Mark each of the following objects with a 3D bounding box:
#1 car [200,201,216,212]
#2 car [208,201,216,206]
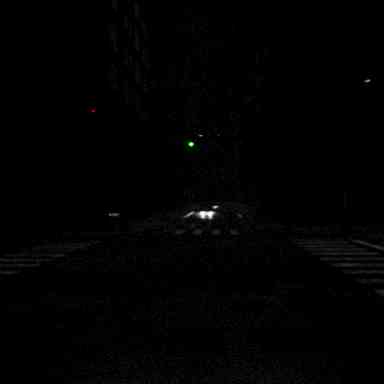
[{"bbox_3d":[2.254,2.269,50.515,2.128,1.511,4.902,-1,0,5],"label":"car"},{"bbox_3d":[4.923,2.771,80.831,1.895,1.301,4.718,-1,-1,5],"label":"car"}]
